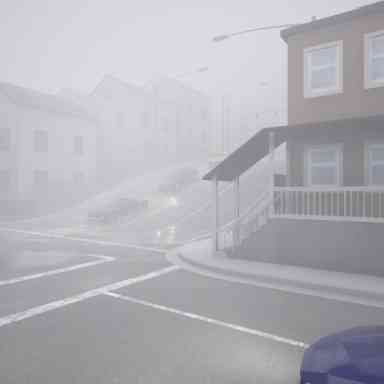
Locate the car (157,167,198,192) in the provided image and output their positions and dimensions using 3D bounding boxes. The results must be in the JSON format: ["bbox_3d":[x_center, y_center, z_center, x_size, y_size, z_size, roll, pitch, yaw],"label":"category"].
[{"bbox_3d":[-1.275,-1.268,30.157,1.837,1.490,4.892,0,20,34],"label":"car"}]

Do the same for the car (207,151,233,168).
[{"bbox_3d":[3.515,-3.731,37.090,1.882,1.535,5.008,0,13,35],"label":"car"}]

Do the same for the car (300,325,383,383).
[{"bbox_3d":[2.981,1.526,1.838,4.674,1.442,1.812,0,0,36],"label":"car"}]

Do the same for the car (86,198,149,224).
[{"bbox_3d":[-5.361,1.256,24.187,1.895,1.301,4.718,0,12,34],"label":"car"}]
